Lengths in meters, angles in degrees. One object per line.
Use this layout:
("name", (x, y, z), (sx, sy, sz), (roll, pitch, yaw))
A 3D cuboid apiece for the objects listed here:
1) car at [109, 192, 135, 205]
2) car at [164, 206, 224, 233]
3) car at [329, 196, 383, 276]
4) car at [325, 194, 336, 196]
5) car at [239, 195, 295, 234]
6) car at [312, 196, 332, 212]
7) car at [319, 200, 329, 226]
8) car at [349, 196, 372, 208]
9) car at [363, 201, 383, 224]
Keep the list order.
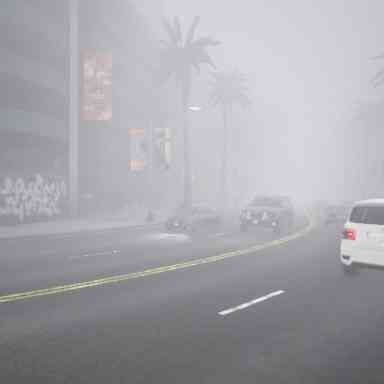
("car", (-10.836, 0.982, 51.444), (2.435, 2.045, 5.566), (0, 0, 16))
("car", (0.225, 1.549, 19.496), (1.994, 1.385, 4.181), (0, 0, 32))
("car", (6.001, 1.215, 9.530), (2.150, 2.045, 5.566), (0, 0, 40))
("car", (32.877, 1.318, 77.300), (2.185, 1.767, 4.553), (0, 0, 16))
("car", (4.646, 1.208, 19.919), (2.150, 2.045, 5.566), (0, 0, 28))
("car", (14.646, 1.529, 37.334), (2.033, 1.411, 5.357), (0, 0, 16))
("car", (9.899, 1.537, 22.584), (2.033, 1.411, 5.357), (0, 0, 22))
("car", (24.785, 1.461, 49.062), (2.231, 1.521, 4.892), (0, 0, 16))
("car", (14.521, 1.483, 25.198), (2.128, 1.511, 4.902), (0, 0, 19))
